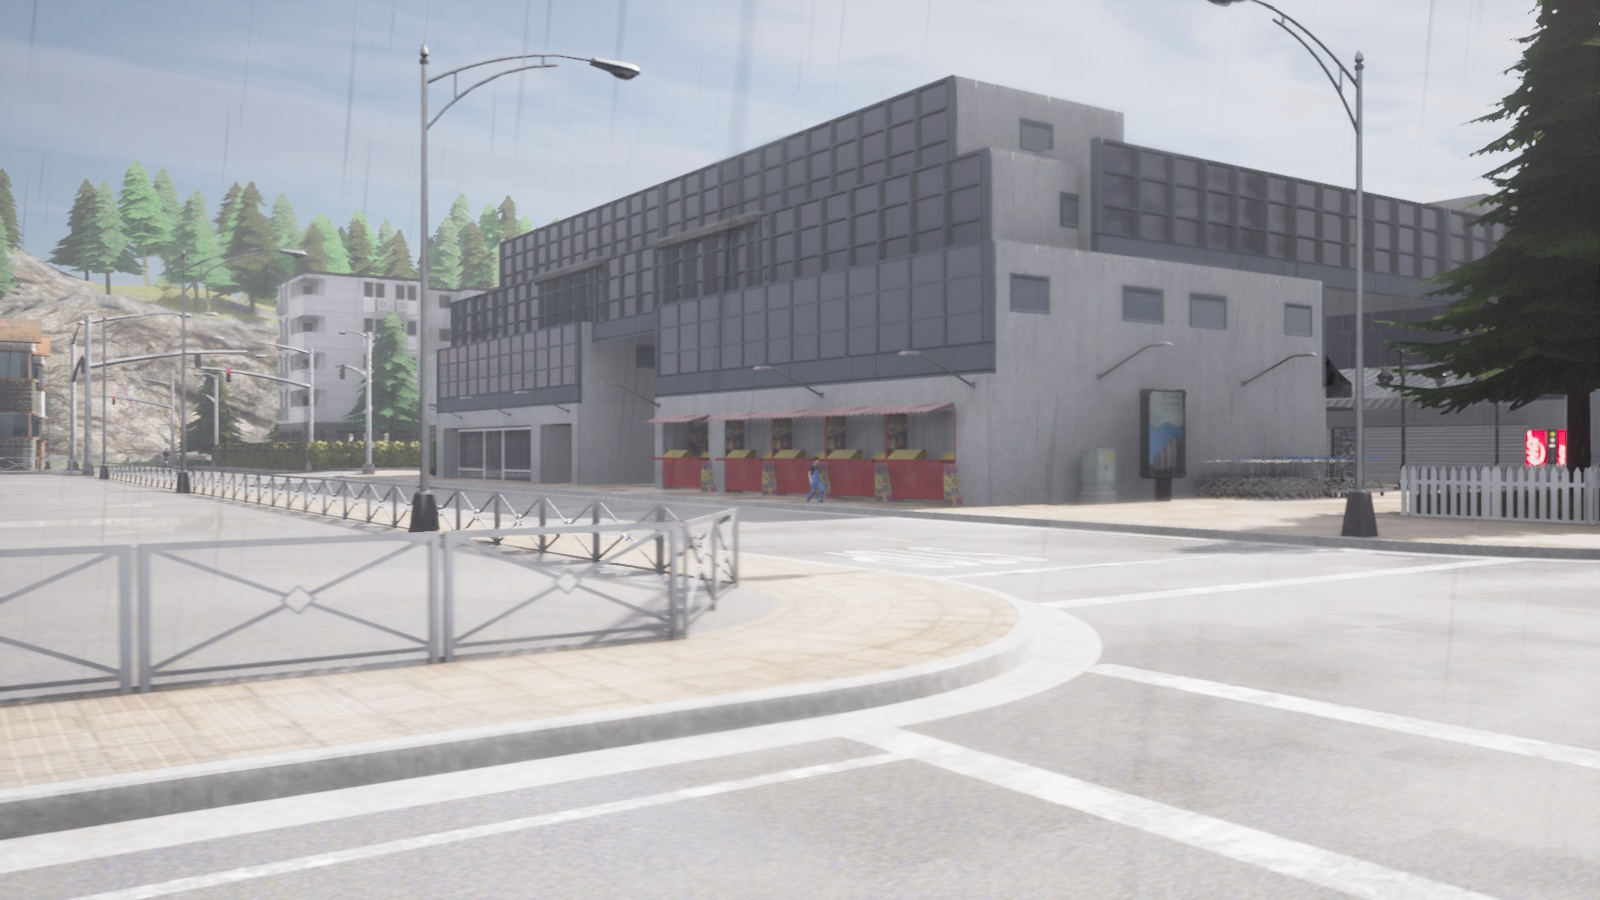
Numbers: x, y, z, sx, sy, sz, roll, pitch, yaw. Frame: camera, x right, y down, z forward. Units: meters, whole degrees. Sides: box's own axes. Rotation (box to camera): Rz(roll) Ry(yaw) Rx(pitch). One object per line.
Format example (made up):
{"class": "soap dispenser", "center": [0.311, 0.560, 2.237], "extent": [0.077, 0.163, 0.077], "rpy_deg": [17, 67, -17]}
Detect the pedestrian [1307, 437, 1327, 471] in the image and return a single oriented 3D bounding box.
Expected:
{"class": "pedestrian", "center": [28.822, 0.246, 70.057], "extent": [0.563, 1.883, 0.849], "rpy_deg": [0, 0, -36]}

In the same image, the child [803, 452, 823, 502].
{"class": "child", "center": [0.330, 0.674, 31.803], "extent": [0.270, 1.263, 0.437], "rpy_deg": [0, 0, -37]}
